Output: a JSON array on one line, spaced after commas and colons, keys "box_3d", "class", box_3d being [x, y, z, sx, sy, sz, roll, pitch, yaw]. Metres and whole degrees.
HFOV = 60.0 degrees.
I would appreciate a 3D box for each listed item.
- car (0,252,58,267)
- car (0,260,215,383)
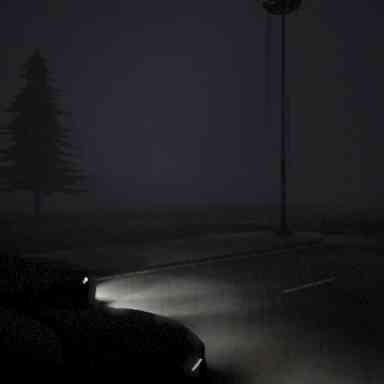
[{"box_3d": [-3.739, 1.564, 5.379, 4.181, 1.385, 1.994, 0, 0, -35], "class": "car"}, {"box_3d": [-1.965, 1.525, 2.345, 4.674, 1.442, 1.812, 0, 0, -35], "class": "car"}]
